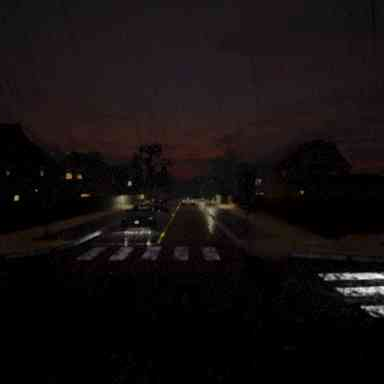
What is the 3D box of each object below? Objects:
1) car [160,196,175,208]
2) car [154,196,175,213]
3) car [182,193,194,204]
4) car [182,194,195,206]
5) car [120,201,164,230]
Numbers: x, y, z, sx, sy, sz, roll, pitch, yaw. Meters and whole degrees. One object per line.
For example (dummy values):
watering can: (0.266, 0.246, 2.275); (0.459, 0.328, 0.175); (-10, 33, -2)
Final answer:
car: (-3.337, 1.323, 45.851); (1.812, 1.442, 4.674); (0, 0, -1)
car: (-3.195, 1.366, 34.174); (2.033, 1.411, 5.357); (0, 0, -1)
car: (-0.742, 1.158, 59.904); (2.097, 1.767, 4.553); (0, 0, -2)
car: (-0.578, 1.401, 49.936); (1.895, 1.301, 4.718); (0, 0, -1)
car: (-2.988, 1.438, 20.005); (1.994, 1.385, 4.181); (0, 0, 0)
